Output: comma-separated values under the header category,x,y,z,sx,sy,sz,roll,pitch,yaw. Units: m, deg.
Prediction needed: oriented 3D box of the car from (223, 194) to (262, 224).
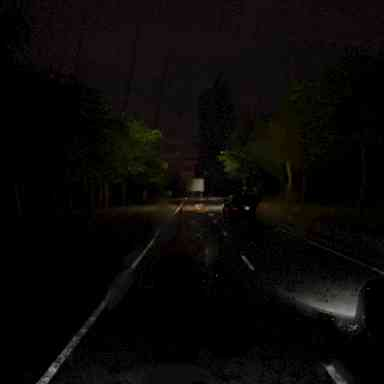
category,x,y,z,sx,sy,sz,roll,pitch,yaw
car,3.597,1.158,24.373,2.150,2.045,5.566,0,0,0

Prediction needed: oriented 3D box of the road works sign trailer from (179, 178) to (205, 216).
category,x,y,z,sx,sy,sz,roll,pitch,yaw
road works sign trailer,-0.005,0.388,31.103,2.380,3.560,2.880,0,0,0

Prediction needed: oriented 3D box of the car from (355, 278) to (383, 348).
category,x,y,z,sx,sy,sz,roll,pitch,yaw
car,3.600,1.553,3.622,1.994,1.385,4.181,0,0,0
